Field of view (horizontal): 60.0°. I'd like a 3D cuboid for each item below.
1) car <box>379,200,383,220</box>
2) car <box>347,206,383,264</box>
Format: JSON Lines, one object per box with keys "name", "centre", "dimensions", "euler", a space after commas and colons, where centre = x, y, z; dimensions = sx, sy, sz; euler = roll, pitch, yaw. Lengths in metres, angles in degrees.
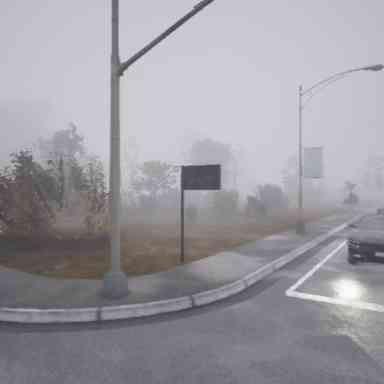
{"name": "car", "centre": [17.030, 1.490, 27.900], "dimensions": [2.128, 1.511, 4.902], "euler": [0, 0, 33]}
{"name": "car", "centre": [6.594, 1.477, 11.399], "dimensions": [1.882, 1.535, 5.008], "euler": [0, 0, 32]}
